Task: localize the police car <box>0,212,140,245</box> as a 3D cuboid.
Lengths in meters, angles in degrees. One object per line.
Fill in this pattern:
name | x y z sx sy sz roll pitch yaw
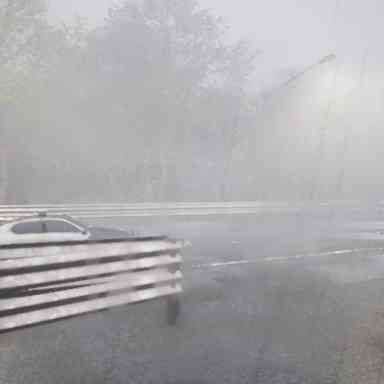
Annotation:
police car | -4.073 1.414 10.020 4.974 1.542 2.038 0 0 -23
